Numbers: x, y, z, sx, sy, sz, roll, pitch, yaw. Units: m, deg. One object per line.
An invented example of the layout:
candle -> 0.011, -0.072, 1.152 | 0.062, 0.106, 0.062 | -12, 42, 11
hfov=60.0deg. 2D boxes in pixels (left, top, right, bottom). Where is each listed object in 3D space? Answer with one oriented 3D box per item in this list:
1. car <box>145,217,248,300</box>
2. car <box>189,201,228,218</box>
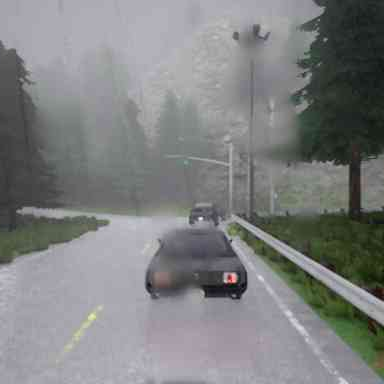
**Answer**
car -> 0.082, 1.540, 8.182 | 1.895, 1.301, 4.718 | 0, 0, 0
car -> 1.182, 1.347, 22.404 | 1.837, 1.490, 4.892 | -1, 0, 16
